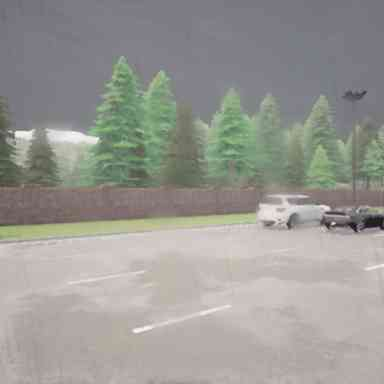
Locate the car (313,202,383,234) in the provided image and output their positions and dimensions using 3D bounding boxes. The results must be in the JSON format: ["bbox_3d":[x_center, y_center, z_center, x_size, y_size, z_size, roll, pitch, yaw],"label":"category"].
[{"bbox_3d":[9.516,1.481,19.131,4.902,1.511,2.128,0,0,-35],"label":"car"}]

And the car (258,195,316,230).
[{"bbox_3d":[6.682,1.211,21.407,5.566,2.045,2.150,0,0,-35],"label":"car"}]
